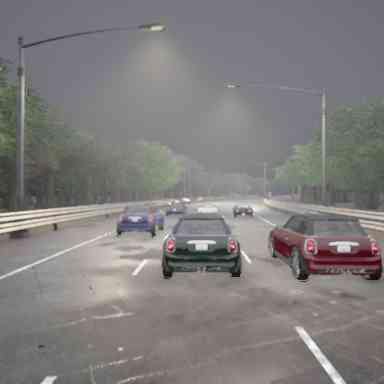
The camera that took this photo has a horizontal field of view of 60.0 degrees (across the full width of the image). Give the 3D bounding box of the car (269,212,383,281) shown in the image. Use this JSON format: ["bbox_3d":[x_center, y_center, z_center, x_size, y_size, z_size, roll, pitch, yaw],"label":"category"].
[{"bbox_3d":[3.789,1.435,10.302,2.097,1.767,4.553,0,0,1],"label":"car"}]

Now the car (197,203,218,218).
[{"bbox_3d":[1.677,1.868,34.495,1.895,1.301,4.718,0,0,5],"label":"car"}]

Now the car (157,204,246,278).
[{"bbox_3d":[0.297,1.433,10.566,2.097,1.767,4.553,0,0,1],"label":"car"}]

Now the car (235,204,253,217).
[{"bbox_3d":[5.185,1.872,34.453,1.895,1.301,4.718,0,0,5],"label":"car"}]

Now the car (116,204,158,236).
[{"bbox_3d":[-2.857,1.497,19.383,2.097,1.767,4.553,0,0,3],"label":"car"}]

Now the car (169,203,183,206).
[{"bbox_3d":[-1.629,1.844,36.690,1.994,1.385,4.181,0,0,5],"label":"car"}]
